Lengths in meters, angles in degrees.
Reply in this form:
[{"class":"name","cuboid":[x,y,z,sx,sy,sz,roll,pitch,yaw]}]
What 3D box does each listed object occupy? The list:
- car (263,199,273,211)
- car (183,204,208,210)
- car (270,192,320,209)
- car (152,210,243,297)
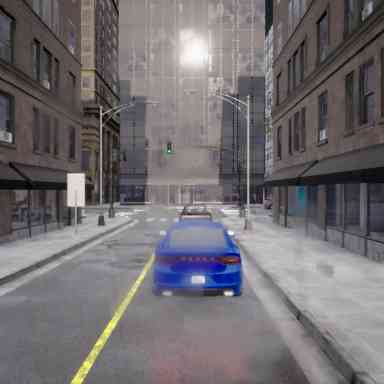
[{"class":"car","cuboid":[10.555,1.222,38.423,4.553,1.767,2.097,0,0,0]},{"class":"car","cuboid":[0.183,1.480,19.604,2.128,1.511,4.902,0,0,-1]},{"class":"car","cuboid":[12.780,1.057,41.670,5.566,2.045,2.150,0,0,0]},{"class":"car","cuboid":[0.126,1.473,8.659,1.882,1.535,5.008,0,0,0]}]
